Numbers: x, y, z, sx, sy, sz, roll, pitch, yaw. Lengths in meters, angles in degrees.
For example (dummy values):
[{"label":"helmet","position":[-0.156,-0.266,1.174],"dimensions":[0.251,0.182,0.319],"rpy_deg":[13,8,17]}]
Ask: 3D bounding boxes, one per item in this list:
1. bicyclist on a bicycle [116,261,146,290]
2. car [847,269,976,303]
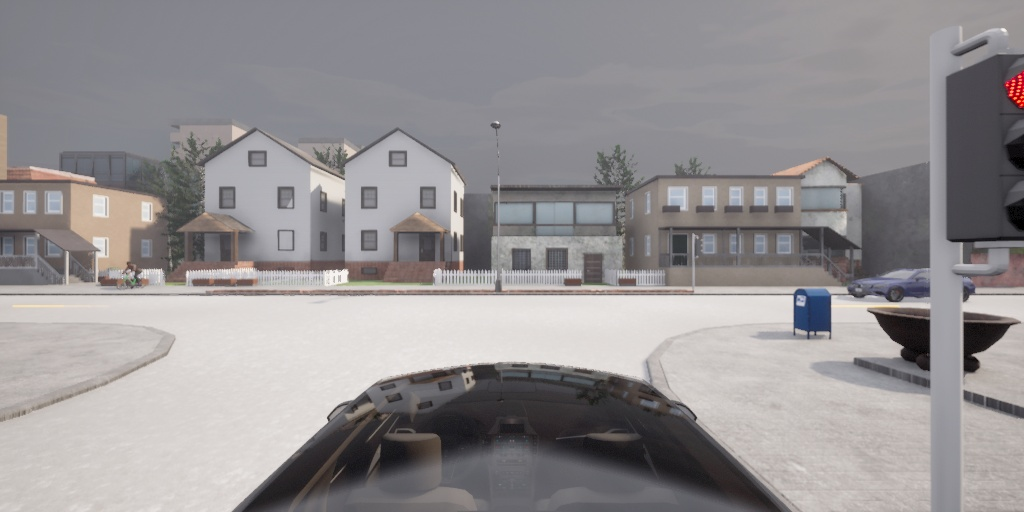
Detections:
[{"label":"bicyclist on a bicycle","position":[-21.870,1.133,20.611],"dimensions":[0.582,1.620,1.656],"rpy_deg":[0,0,0]},{"label":"car","position":[18.189,1.302,16.405],"dimensions":[4.674,1.442,1.812],"rpy_deg":[0,0,0]}]
